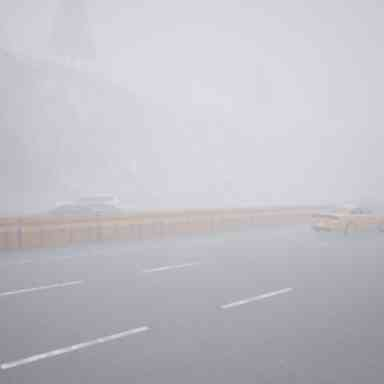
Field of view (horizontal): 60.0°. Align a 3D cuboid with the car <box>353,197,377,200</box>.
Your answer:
[{"bbox_3d":[25.448,1.397,49.337,5.357,1.411,2.033,0,0,-20],"label":"car"}]

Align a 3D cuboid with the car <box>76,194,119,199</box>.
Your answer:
[{"bbox_3d":[-8.618,1.219,27.812,5.566,2.045,2.150,0,0,-34],"label":"car"}]

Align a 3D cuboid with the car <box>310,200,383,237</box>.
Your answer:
[{"bbox_3d":[8.516,1.426,17.799,5.008,1.535,1.882,0,0,-31],"label":"car"}]

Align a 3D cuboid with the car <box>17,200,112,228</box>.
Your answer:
[{"bbox_3d":[-7.678,1.481,19.928,5.008,1.535,1.882,0,0,-35],"label":"car"}]

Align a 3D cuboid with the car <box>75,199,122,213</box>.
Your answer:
[{"bbox_3d":[-7.528,1.502,24.293,4.892,1.490,1.837,0,0,-34],"label":"car"}]

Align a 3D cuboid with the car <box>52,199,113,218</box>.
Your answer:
[{"bbox_3d":[-10.143,1.476,30.975,5.008,1.535,1.882,0,0,-34],"label":"car"}]
